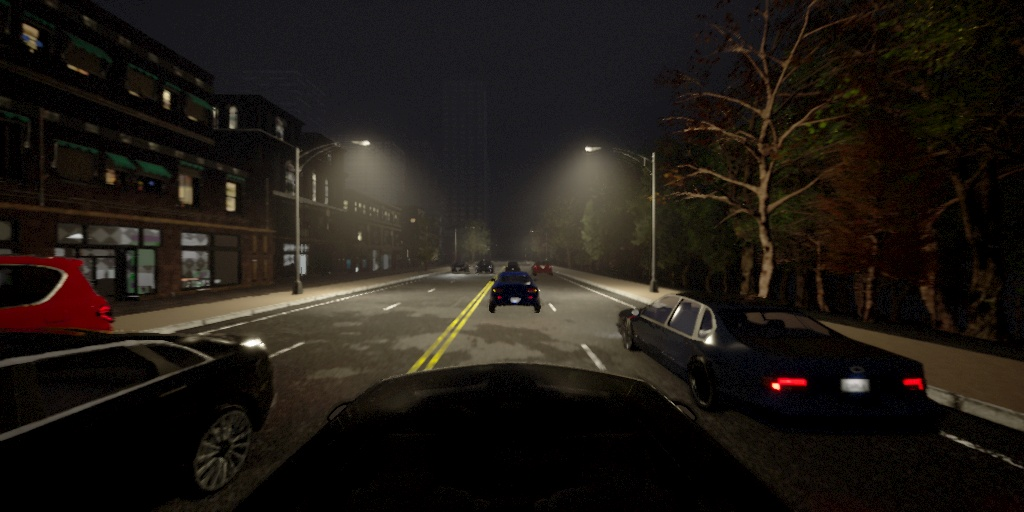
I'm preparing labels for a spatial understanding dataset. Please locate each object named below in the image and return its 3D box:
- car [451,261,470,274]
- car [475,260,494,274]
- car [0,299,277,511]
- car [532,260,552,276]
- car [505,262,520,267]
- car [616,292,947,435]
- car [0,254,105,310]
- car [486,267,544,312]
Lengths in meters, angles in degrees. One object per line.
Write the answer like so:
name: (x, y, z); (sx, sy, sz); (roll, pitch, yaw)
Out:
car: (-6.576, 1.432, 46.010); (2.128, 1.511, 4.902); (0, 0, 0)
car: (-3.329, 1.283, 44.327); (2.097, 1.767, 4.553); (0, 0, 0)
car: (-3.349, 1.241, 1.672); (2.128, 1.511, 4.902); (0, 0, 0)
car: (3.347, 1.270, 40.901); (2.097, 1.767, 4.553); (0, 0, 0)
car: (0.097, 1.469, 47.064); (1.812, 1.442, 4.674); (0, 0, 0)
car: (3.348, 1.317, 6.012); (2.033, 1.411, 5.357); (0, 0, 0)
car: (-6.600, 0.975, 2.644); (2.150, 2.045, 5.566); (0, 0, 0)
car: (0.101, 1.331, 14.534); (1.812, 1.442, 4.674); (0, 0, 0)
